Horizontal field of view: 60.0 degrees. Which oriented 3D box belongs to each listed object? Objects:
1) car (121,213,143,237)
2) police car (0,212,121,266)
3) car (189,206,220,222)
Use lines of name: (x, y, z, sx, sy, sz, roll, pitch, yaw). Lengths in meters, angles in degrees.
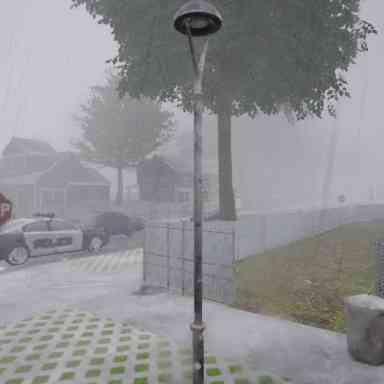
car: (-4.943, 1.791, 18.146, 2.033, 1.411, 5.357, 0, 0, 36)
police car: (-5.460, 1.620, 12.591, 1.930, 1.638, 5.238, 0, -1, 36)
car: (1.690, 1.867, 27.244, 1.812, 1.442, 4.674, 0, 0, 36)
